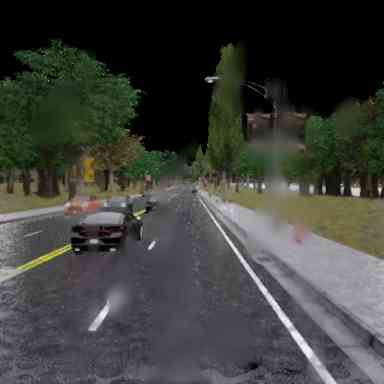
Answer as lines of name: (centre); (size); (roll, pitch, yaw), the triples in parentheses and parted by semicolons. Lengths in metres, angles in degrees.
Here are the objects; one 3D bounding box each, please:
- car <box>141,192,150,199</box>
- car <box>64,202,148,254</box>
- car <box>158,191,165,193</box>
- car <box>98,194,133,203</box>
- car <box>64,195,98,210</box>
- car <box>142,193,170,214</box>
car: (-9.749, 0.658, 71.552); (2.033, 1.411, 5.357); (0, 1, 0)
car: (-3.153, 1.408, 13.188); (1.882, 1.535, 5.008); (0, 1, 0)
car: (-6.499, 0.643, 71.552); (2.128, 1.511, 4.902); (0, 1, 0)
car: (-6.595, 1.068, 30.176); (2.097, 1.767, 4.553); (0, 1, 0)
car: (-9.845, 1.068, 30.178); (2.097, 1.767, 4.553); (0, 1, 0)
car: (-3.151, 1.179, 31.247); (1.882, 1.535, 5.008); (0, 1, 0)
